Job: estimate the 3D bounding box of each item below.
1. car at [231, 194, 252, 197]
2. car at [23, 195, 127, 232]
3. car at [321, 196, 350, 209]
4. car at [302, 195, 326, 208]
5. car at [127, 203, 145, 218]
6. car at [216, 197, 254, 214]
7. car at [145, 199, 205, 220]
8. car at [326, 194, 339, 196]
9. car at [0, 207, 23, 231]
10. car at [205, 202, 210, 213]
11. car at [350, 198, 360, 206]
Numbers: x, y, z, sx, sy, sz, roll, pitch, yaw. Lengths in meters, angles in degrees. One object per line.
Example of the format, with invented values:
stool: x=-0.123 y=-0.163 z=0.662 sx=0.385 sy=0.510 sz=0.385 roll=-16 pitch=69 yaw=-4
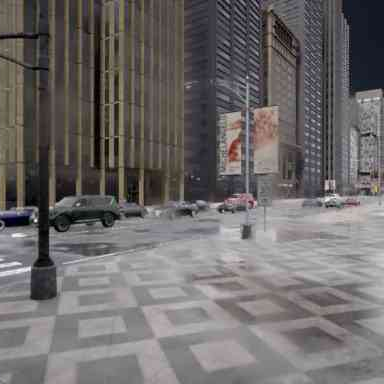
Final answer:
car: x=6.378 y=1.263 z=44.787 sx=2.150 sy=2.045 sz=5.566 roll=0 pitch=0 yaw=37
car: x=-6.994 y=1.232 z=20.549 sx=2.150 sy=2.045 sz=5.566 roll=0 pitch=0 yaw=36
car: x=20.628 y=1.623 z=47.707 sx=2.033 sy=1.411 sz=5.357 roll=0 pitch=0 yaw=36
car: x=18.128 y=1.617 z=49.797 sx=2.033 sy=1.411 sz=5.357 roll=0 pitch=0 yaw=37
car: x=-5.672 y=1.576 z=27.992 sx=1.994 sy=1.385 sz=4.181 roll=0 pitch=0 yaw=35
car: x=4.784 y=1.585 z=37.017 sx=2.033 sy=1.411 sz=5.357 roll=0 pitch=0 yaw=35
car: x=-1.323 y=1.514 z=28.487 sx=2.128 sy=1.511 sz=4.902 roll=0 pitch=0 yaw=36
car: x=25.440 y=1.310 z=60.023 sx=2.150 sy=2.045 sz=5.566 roll=0 pitch=0 yaw=36
car: x=-10.796 y=1.602 z=20.819 sx=1.895 sy=1.301 sz=4.718 roll=0 pitch=0 yaw=35
car: x=0.243 y=1.552 z=36.260 sx=1.812 sy=1.442 sz=4.674 roll=0 pitch=0 yaw=36
car: x=27.967 y=1.658 z=57.968 sx=1.994 sy=1.385 sz=4.181 roll=0 pitch=0 yaw=35
